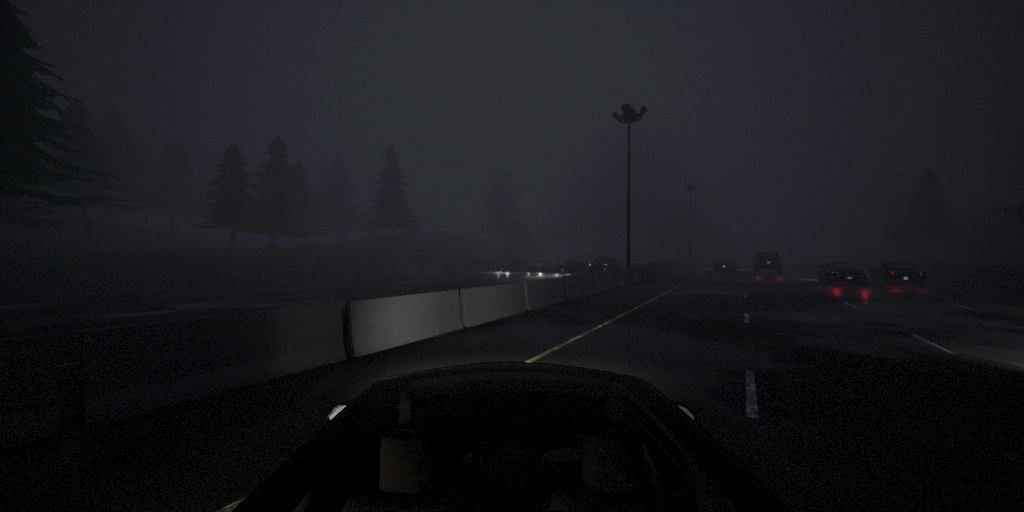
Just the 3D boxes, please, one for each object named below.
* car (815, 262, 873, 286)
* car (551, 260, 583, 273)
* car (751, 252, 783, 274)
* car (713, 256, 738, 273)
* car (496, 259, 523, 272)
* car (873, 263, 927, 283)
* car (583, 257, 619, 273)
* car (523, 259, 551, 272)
[{"bbox_3d":[21.728,1.097,23.696,1.812,1.442,4.674,0,1,33],"label":"car"},{"bbox_3d":[6.369,1.097,38.821,1.895,1.301,4.718,0,1,33],"label":"car"},{"bbox_3d":[24.555,0.628,34.553,2.150,2.045,5.566,0,1,33],"label":"car"},{"bbox_3d":[21.990,0.956,37.039,1.994,1.385,4.181,0,1,33],"label":"car"},{"bbox_3d":[0.280,1.045,42.302,2.033,1.411,5.357,0,1,33],"label":"car"},{"bbox_3d":[26.869,1.119,25.214,1.895,1.301,4.718,0,1,33],"label":"car"},{"bbox_3d":[9.522,0.856,37.248,2.097,1.767,4.553,0,1,33],"label":"car"},{"bbox_3d":[3.487,1.022,40.811,1.812,1.442,4.674,0,1,33],"label":"car"}]
